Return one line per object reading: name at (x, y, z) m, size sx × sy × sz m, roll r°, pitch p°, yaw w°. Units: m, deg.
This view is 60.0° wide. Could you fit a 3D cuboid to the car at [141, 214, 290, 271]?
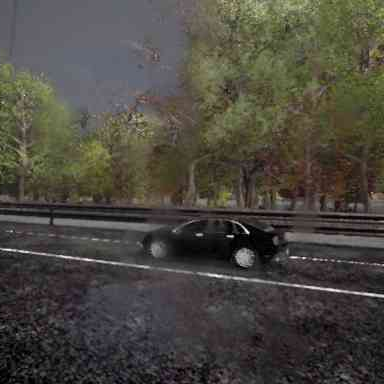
car at (0.631, 1.507, 10.860) m, size 4.892 × 1.490 × 1.837 m, roll 0°, pitch 0°, yaw 25°
